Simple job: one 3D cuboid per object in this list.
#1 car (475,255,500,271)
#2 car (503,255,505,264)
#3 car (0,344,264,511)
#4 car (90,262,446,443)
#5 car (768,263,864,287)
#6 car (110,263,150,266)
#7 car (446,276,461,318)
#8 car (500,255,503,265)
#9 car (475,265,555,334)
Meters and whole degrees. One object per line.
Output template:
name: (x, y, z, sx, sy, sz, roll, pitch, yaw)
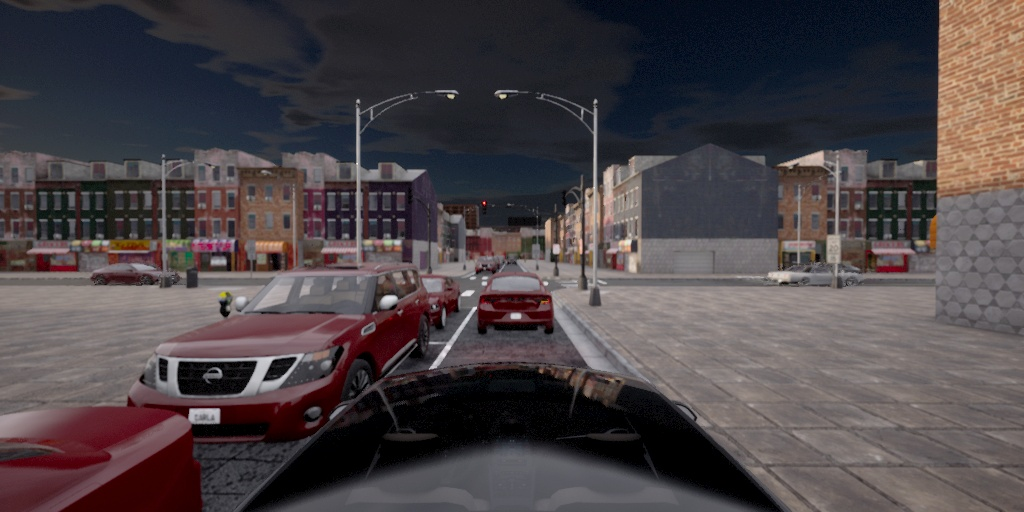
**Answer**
car: (-2.665, 0.899, 37.443, 2.192, 1.841, 5.009, 0, 0, 0)
car: (-2.685, 1.032, 64.577, 2.007, 1.370, 4.403, 0, 0, 0)
car: (-2.637, 1.303, 0.167, 1.888, 1.381, 4.507, 0, 0, 0)
car: (-2.641, 1.045, 5.601, 2.192, 1.841, 5.009, 0, 0, 0)
car: (19.337, 1.285, 22.895, 4.718, 1.301, 1.895, 0, 1, 1)
car: (-23.995, 1.168, 22.898, 4.674, 1.442, 1.812, 0, 1, 0)
car: (-2.645, 1.249, 11.034, 1.888, 1.381, 4.507, 0, 0, 0)
car: (-2.673, 0.855, 48.297, 2.192, 1.841, 5.009, 0, 0, 0)
car: (0.090, 1.184, 10.494, 1.882, 1.535, 5.008, 0, 0, 0)
